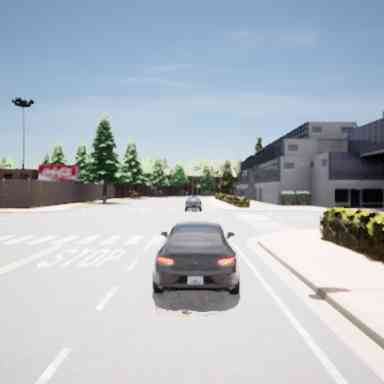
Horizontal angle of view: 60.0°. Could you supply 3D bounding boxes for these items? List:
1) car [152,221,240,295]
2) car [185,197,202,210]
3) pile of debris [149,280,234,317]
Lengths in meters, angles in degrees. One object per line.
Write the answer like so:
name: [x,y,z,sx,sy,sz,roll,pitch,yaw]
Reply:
car: [0.135,1.462,8.449,1.812,1.442,4.674,0,0,2]
car: [0.163,1.278,37.251,2.033,1.411,5.357,0,0,0]
pile of debris: [-0.007,2.125,6.806,1.500,0.140,1.860,0,0,0]
